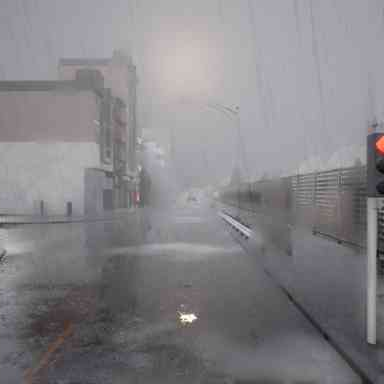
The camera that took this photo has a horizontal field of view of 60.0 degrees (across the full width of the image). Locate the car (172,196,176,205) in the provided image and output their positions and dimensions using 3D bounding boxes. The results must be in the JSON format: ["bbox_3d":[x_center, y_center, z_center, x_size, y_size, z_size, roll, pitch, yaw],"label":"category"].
[{"bbox_3d":[-4.113,1.477,54.579,1.882,1.535,5.008,0,0,0],"label":"car"}]

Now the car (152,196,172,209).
[{"bbox_3d":[-4.116,1.505,44.346,1.837,1.490,4.892,0,0,0],"label":"car"}]

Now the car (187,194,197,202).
[{"bbox_3d":[-0.038,1.355,76.616,2.097,1.767,4.553,0,0,0],"label":"car"}]

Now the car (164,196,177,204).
[{"bbox_3d":[-4.077,1.491,64.827,2.128,1.511,4.902,0,0,0],"label":"car"}]
